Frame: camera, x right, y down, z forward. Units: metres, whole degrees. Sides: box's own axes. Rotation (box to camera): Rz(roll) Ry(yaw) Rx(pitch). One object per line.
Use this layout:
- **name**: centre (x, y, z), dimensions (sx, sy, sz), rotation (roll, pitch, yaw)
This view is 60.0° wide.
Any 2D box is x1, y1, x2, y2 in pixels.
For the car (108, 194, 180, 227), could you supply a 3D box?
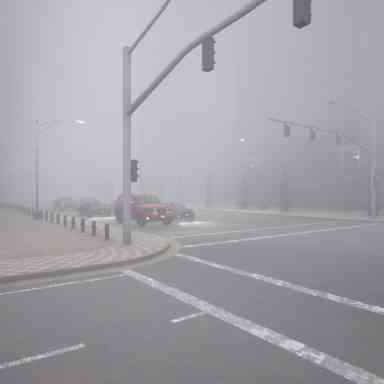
- **car**: centre (-3.432, 1.166, 22.742), dimensions (2.150, 2.045, 5.566), rotation (0, 0, -36)

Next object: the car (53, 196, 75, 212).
- **car**: centre (-14.671, 1.297, 38.702), dimensions (2.097, 1.767, 4.553), rotation (0, 0, -35)

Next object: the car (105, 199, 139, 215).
- **car**: centre (-7.279, 1.508, 34.229), dimensions (1.994, 1.385, 4.181), rotation (0, 0, -35)

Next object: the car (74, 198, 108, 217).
- **car**: centre (-8.931, 1.508, 30.485), dimensions (1.994, 1.385, 4.181), rotation (0, 0, -35)

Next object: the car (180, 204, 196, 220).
- **car**: centre (-1.536, 1.509, 26.112), dimensions (1.994, 1.385, 4.181), rotation (0, 0, -36)
